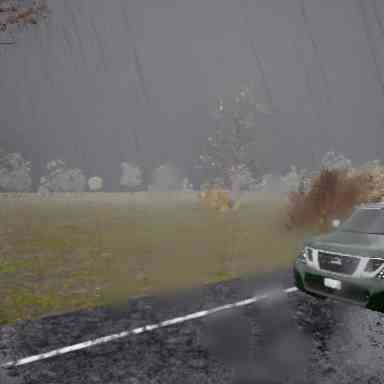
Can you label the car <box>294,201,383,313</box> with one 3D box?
[{"bbox_3d":[4.667,1.221,7.316,5.566,2.045,2.150,0,0,-35],"label":"car"}]
